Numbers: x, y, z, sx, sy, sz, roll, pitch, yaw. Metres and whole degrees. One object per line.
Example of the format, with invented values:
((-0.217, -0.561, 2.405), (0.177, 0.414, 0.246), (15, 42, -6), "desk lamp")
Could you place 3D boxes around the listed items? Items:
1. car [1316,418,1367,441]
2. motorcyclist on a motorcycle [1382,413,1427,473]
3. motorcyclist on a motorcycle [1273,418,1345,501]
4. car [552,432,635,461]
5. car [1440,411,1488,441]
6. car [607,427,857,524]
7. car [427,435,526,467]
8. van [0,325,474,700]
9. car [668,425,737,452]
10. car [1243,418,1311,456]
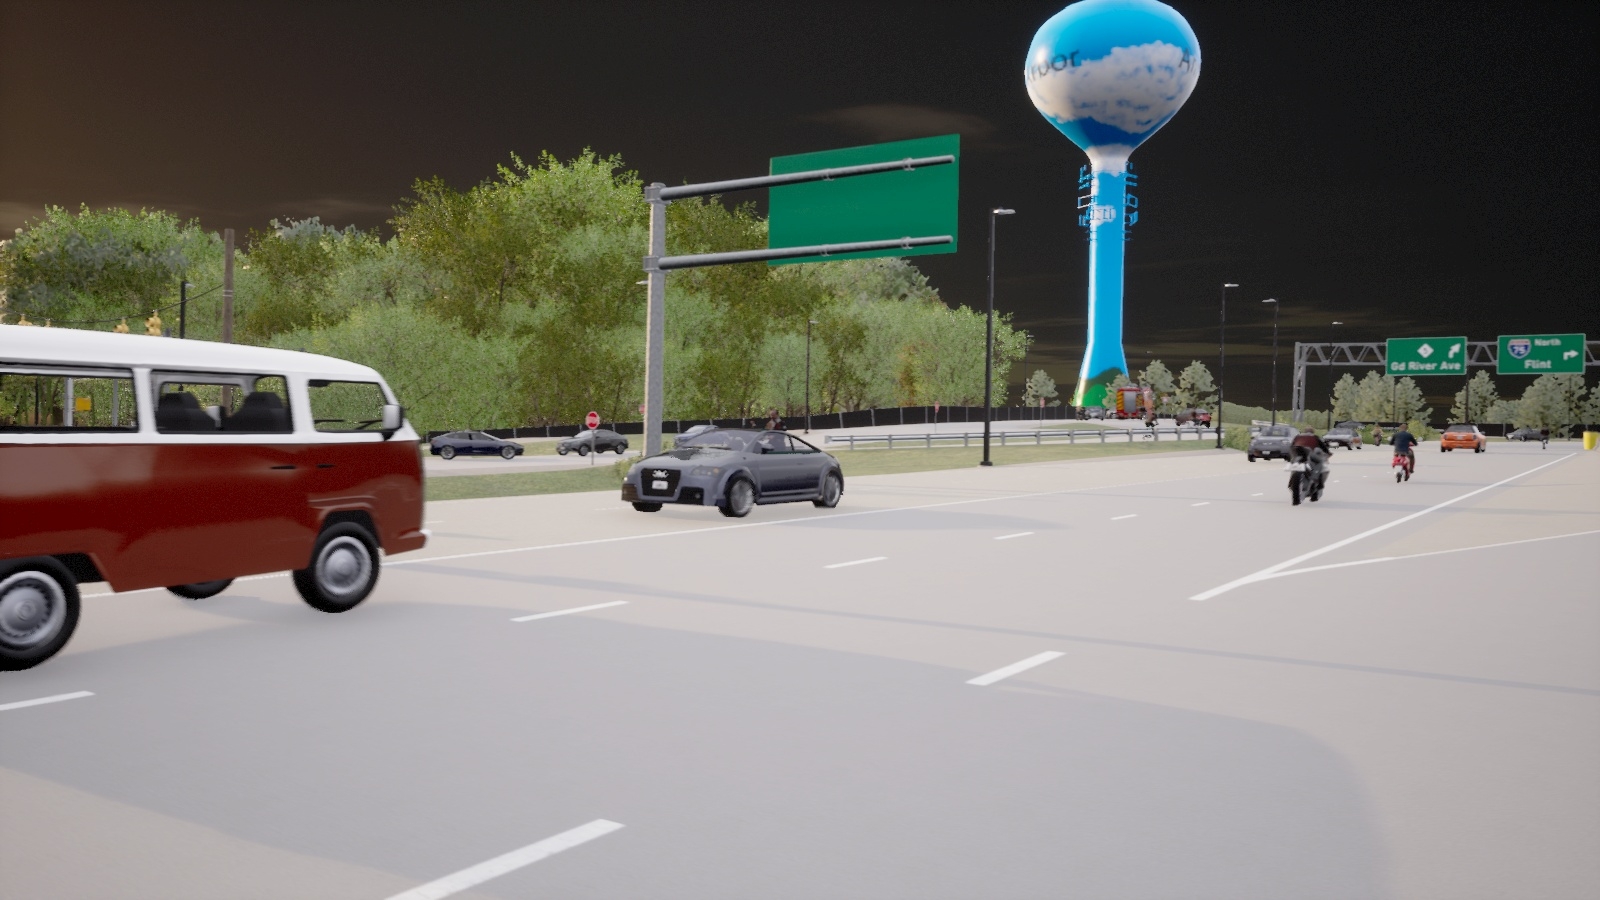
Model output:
((34.796, -1.338, 80.608), (2.033, 1.411, 5.357), (1, 2, 34), "car")
((16.521, -0.210, 34.309), (0.866, 1.590, 1.817), (0, 2, 34), "motorcyclist on a motorcycle")
((9.912, 0.145, 24.405), (0.866, 1.530, 2.191), (0, 2, 34), "motorcyclist on a motorcycle")
((-11.645, -0.221, 71.007), (1.812, 1.442, 4.674), (0, 3, 37), "car")
((40.454, -1.467, 76.476), (2.097, 1.767, 4.553), (0, 2, 34), "car")
((-1.003, 0.342, 20.661), (1.994, 1.385, 4.181), (0, 2, 34), "car")
((-16.743, 0.049, 65.213), (4.792, 1.488, 2.163), (-1, 2, -10), "car")
((-4.588, 0.303, 8.761), (2.069, 2.038, 4.480), (0, 1, 25), "van")
((-6.122, -0.729, 79.346), (1.812, 1.442, 4.674), (0, 3, 34), "car")
((19.595, -0.566, 51.526), (1.845, 1.501, 3.633), (0, 2, 34), "car")
